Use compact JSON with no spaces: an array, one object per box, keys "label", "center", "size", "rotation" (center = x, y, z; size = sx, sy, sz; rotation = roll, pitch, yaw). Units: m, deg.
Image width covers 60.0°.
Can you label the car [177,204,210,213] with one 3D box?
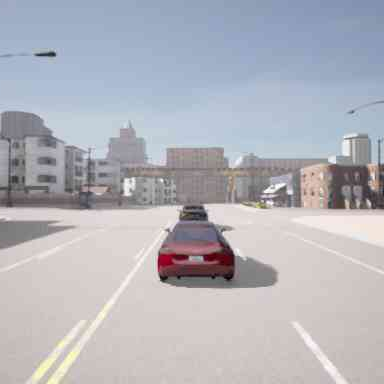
[{"label":"car","center":[0.097,1.532,21.482],"size":[1.837,1.490,4.892],"rotation":[0,-1,0]}]

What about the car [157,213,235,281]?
[{"label":"car","center":[0.099,1.546,9.867],"size":[1.994,1.385,4.181],"rotation":[0,0,0]}]
